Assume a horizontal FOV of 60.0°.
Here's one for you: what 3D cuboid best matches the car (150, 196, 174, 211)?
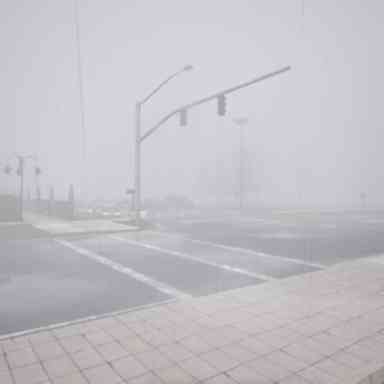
[{"bbox_3d":[-4.861,1.636,43.774,1.837,1.490,4.892,0,0,-36],"label":"car"}]

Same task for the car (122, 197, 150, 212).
[{"bbox_3d":[-7.806,1.657,41.874,2.033,1.411,5.357,0,0,-36],"label":"car"}]

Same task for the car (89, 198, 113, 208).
[{"bbox_3d":[-13.715,1.614,49.970,1.837,1.490,4.892,0,0,-36],"label":"car"}]

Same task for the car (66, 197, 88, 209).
[{"bbox_3d":[-15.795,1.689,46.880,1.895,1.301,4.718,0,0,-36],"label":"car"}]

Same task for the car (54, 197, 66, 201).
[{"bbox_3d":[-21.906,1.592,55.288,1.837,1.490,4.892,0,0,-36],"label":"car"}]

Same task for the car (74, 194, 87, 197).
[{"bbox_3d":[-20.004,1.330,58.637,2.150,2.045,5.566,0,0,-36],"label":"car"}]

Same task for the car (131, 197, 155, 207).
[{"bbox_3d":[-8.030,1.657,54.059,1.837,1.490,4.892,0,0,-36],"label":"car"}]

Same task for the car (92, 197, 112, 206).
[{"bbox_3d":[-16.127,1.635,59.253,1.837,1.490,4.892,0,0,-36],"label":"car"}]

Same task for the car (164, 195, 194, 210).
[{"bbox_3d":[-2.040,1.374,45.854,2.150,2.045,5.566,0,0,-36],"label":"car"}]

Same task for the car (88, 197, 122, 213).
[{"bbox_3d":[-10.386,1.614,39.477,1.812,1.442,4.674,0,0,-36],"label":"car"}]

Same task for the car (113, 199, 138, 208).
[{"bbox_3d":[-10.279,1.731,51.196,1.895,1.301,4.718,0,0,-36],"label":"car"}]

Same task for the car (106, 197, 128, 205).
[{"bbox_3d":[-14.197,1.699,62.570,2.033,1.411,5.357,0,0,-36],"label":"car"}]
